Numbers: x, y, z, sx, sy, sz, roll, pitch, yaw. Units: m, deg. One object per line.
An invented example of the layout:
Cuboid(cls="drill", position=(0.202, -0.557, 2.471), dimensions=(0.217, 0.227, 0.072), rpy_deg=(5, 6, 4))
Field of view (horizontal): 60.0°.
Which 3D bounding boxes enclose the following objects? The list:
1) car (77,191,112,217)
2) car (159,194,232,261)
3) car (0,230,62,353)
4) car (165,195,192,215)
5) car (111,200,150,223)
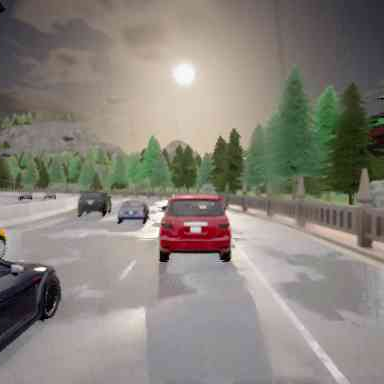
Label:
Cuboid(cls="car", position=(-8.013, 0.896, 27.665), dimensions=(2.150, 2.045, 5.566), rpy_deg=(0, 1, -8))
Cuboid(cls="car", position=(0.076, 1.083, 11.757), dimensions=(2.150, 2.045, 5.566), rpy_deg=(0, 1, -1))
Cuboid(cls="car", position=(-3.399, 1.510, 4.471), dimensions=(1.994, 1.385, 4.181), rpy_deg=(0, 1, 0))
Cuboid(cls="car", position=(-1.316, 1.124, 30.017), dimensions=(1.882, 1.535, 5.008), rpy_deg=(0, 1, -8))
Cuboid(cls="car", position=(-3.922, 1.281, 22.660), dimensions=(2.033, 1.411, 5.357), rpy_deg=(0, 1, -5))
